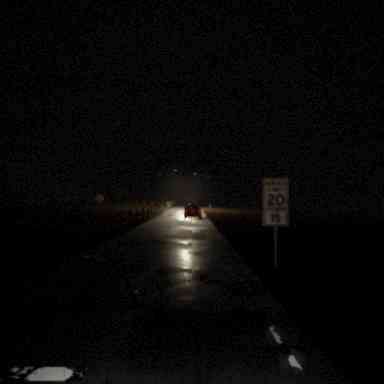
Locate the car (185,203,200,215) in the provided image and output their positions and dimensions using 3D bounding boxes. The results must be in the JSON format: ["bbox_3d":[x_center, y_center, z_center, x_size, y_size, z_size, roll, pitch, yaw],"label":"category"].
[{"bbox_3d":[0.097,2.522,49.562,2.128,1.511,4.902,0,-1,0],"label":"car"}]

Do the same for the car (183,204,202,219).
[{"bbox_3d":[0.076,2.243,39.490,2.097,1.767,4.553,0,-1,0],"label":"car"}]
